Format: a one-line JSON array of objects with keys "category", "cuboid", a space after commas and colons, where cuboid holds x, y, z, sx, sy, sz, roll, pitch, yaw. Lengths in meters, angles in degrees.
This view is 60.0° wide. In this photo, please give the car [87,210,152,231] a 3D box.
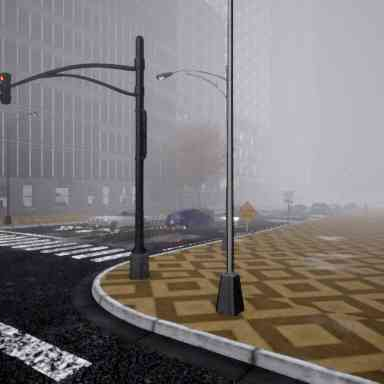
[{"category": "car", "cuboid": [-4.993, 1.925, 23.491, 1.895, 1.301, 4.718, 0, -1, 33]}]

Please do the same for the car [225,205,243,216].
[{"category": "car", "cuboid": [5.640, 2.240, 40.029, 1.994, 1.385, 4.181, 0, -1, 33]}]

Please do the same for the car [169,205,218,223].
[{"category": "car", "cuboid": [0.272, 2.046, 31.686, 2.033, 1.411, 5.357, 0, -1, 33]}]

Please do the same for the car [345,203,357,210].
[{"category": "car", "cuboid": [31.350, 2.837, 65.789, 1.812, 1.442, 4.674, 0, -1, 33]}]

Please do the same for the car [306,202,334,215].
[{"category": "car", "cuboid": [18.295, 2.268, 47.375, 2.097, 1.767, 4.553, 0, -1, 33]}]

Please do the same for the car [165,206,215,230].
[{"category": "car", "cuboid": [-0.131, 1.918, 24.630, 1.812, 1.442, 4.674, 0, -1, 32]}]

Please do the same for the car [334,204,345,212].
[{"category": "car", "cuboid": [23.749, 2.641, 55.874, 2.033, 1.411, 5.357, 0, -1, 33]}]

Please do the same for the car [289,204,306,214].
[{"category": "car", "cuboid": [15.786, 2.445, 49.477, 1.812, 1.442, 4.674, 0, -1, 33]}]

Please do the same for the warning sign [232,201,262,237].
[{"category": "warning sign", "cuboid": [3.092, 1.454, 18.559, 1.300, 1.860, 1.060, 1, 1, 33]}]
